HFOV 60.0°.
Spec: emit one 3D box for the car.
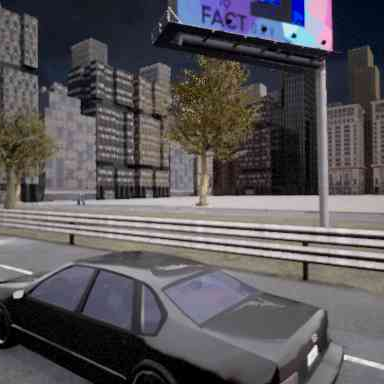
[{"bbox_3d":[-0.920,1.561,4.551,5.357,1.411,2.033,0,0,36],"label":"car"}]
